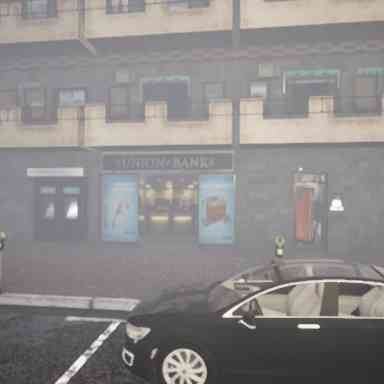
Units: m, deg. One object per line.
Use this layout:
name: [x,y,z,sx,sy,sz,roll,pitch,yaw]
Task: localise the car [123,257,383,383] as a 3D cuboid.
car: [1.340,1.547,4.169,4.403,1.369,2.008,0,0,8]
